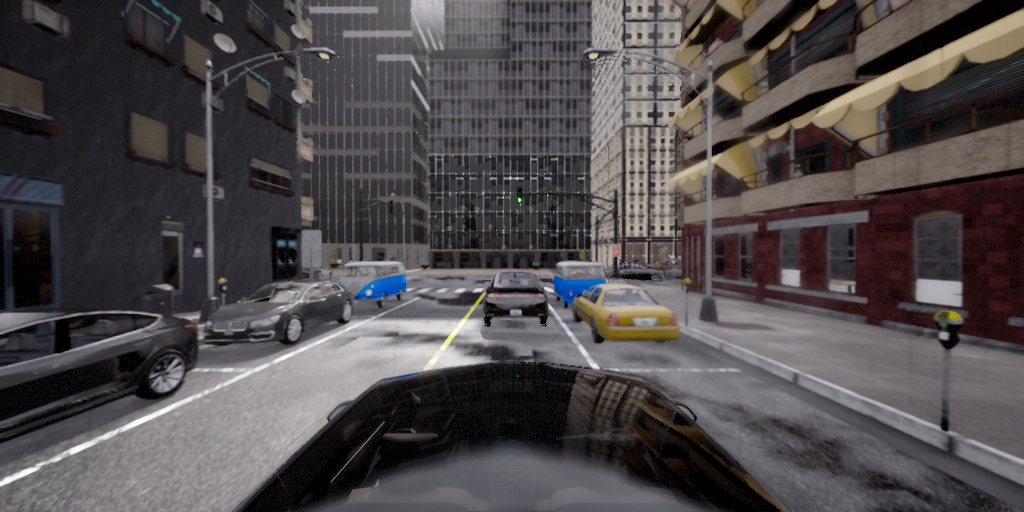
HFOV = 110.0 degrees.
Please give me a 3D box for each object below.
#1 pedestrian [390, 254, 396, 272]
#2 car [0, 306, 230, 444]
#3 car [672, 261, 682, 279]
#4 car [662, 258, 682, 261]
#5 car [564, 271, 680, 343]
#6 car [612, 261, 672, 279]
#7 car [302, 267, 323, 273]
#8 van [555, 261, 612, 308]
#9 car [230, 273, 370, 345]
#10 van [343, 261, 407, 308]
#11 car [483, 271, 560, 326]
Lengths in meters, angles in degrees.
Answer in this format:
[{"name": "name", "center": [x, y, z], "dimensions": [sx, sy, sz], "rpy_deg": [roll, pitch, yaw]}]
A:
[{"name": "pedestrian", "center": [-12.382, 0.703, 37.400], "dimensions": [0.375, 1.860, 0.375], "rpy_deg": [0, 0, 0]}, {"name": "car", "center": [-5.691, 1.319, 3.790], "dimensions": [1.948, 1.339, 4.313], "rpy_deg": [0, 0, 0]}, {"name": "car", "center": [14.684, 1.427, 31.701], "dimensions": [4.181, 1.385, 1.994], "rpy_deg": [0, 1, 0]}, {"name": "car", "center": [15.243, 1.149, 34.297], "dimensions": [5.009, 1.841, 2.192], "rpy_deg": [0, 0, 0]}, {"name": "car", "center": [2.691, 1.288, 9.531], "dimensions": [1.751, 1.417, 4.829], "rpy_deg": [0, 0, 0]}, {"name": "car", "center": [9.599, 1.367, 28.495], "dimensions": [4.902, 1.511, 2.128], "rpy_deg": [0, 0, -4]}, {"name": "car", "center": [-17.644, 1.265, 28.704], "dimensions": [4.674, 1.442, 1.812], "rpy_deg": [0, 1, 0]}, {"name": "van", "center": [2.693, 1.113, 14.962], "dimensions": [1.690, 1.789, 3.998], "rpy_deg": [0, 0, 0]}, {"name": "car", "center": [-5.690, 1.313, 9.392], "dimensions": [2.007, 1.370, 4.403], "rpy_deg": [0, 0, 0]}, {"name": "van", "center": [-5.688, 1.113, 14.994], "dimensions": [1.690, 1.789, 3.998], "rpy_deg": [0, 0, 0]}, {"name": "car", "center": [0.099, 1.258, 11.744], "dimensions": [2.128, 1.511, 4.902], "rpy_deg": [0, 0, 0]}]
